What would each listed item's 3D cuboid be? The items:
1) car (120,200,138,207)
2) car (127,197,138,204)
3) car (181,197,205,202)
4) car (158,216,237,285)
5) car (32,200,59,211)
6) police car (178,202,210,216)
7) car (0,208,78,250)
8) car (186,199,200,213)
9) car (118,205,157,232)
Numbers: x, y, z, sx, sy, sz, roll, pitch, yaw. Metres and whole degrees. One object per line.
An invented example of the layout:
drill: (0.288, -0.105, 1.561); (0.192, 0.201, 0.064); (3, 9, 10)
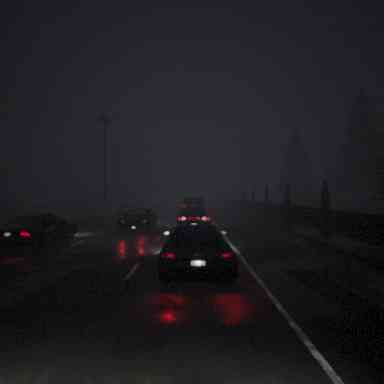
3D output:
car: (-6.878, 1.838, 36.754); (1.994, 1.385, 4.181); (0, -1, 0)
car: (-14.001, 2.058, 78.416); (1.882, 1.535, 5.008); (0, 0, -1)
car: (0.118, 1.464, 32.236); (2.150, 2.045, 5.566); (0, 0, 0)
car: (0.108, 1.638, 9.743); (1.994, 1.385, 4.181); (0, 0, -1)
car: (-21.052, 1.922, 47.900); (1.994, 1.385, 4.181); (0, -1, 0)
police car: (0.113, 1.661, 20.601); (2.038, 1.542, 4.974); (0, 0, 0)
car: (-6.891, 1.660, 14.983); (2.033, 1.411, 5.357); (0, 0, 0)
car: (0.126, 1.781, 43.284); (1.801, 1.575, 5.366); (0, 0, 0)
car: (-3.387, 1.762, 21.544); (1.895, 1.301, 4.718); (0, 0, 0)
